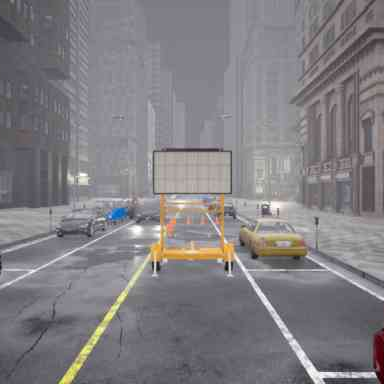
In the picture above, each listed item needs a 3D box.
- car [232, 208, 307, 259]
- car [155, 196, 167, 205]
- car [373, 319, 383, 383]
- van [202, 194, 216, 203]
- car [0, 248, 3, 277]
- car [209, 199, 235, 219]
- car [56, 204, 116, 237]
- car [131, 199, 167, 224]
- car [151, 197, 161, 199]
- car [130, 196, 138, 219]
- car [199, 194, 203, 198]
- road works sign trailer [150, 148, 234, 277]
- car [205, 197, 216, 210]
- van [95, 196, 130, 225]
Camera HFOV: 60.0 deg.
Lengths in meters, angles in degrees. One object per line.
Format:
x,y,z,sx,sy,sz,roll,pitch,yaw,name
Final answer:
2.787,1.527,12.375,1.752,1.417,4.829,0,0,0,car
-5.695,1.556,61.959,1.887,1.381,4.507,0,0,0,car
2.771,1.315,1.155,2.192,1.841,5.009,0,0,0,car
2.844,1.350,50.880,1.690,1.788,3.998,0,0,0,van
-5.755,1.441,6.704,1.967,1.590,4.097,0,0,0,car
2.811,1.555,28.779,2.008,1.369,4.403,0,0,0,car
-5.744,1.553,17.755,2.008,1.369,4.403,0,0,0,car
-2.968,1.509,24.578,1.837,1.490,4.892,0,0,0,car
-5.713,1.533,45.213,1.752,1.417,4.829,0,0,0,car
-5.730,1.319,28.806,2.192,1.841,5.009,0,0,0,car
2.860,1.556,61.929,1.887,1.381,4.507,0,0,0,car
0.013,0.466,10.246,2.380,3.560,2.880,0,0,0,road works sign trailer
2.827,1.588,39.829,1.802,1.307,4.206,0,0,0,car
-5.737,1.344,23.281,1.690,1.788,3.998,0,0,0,van
